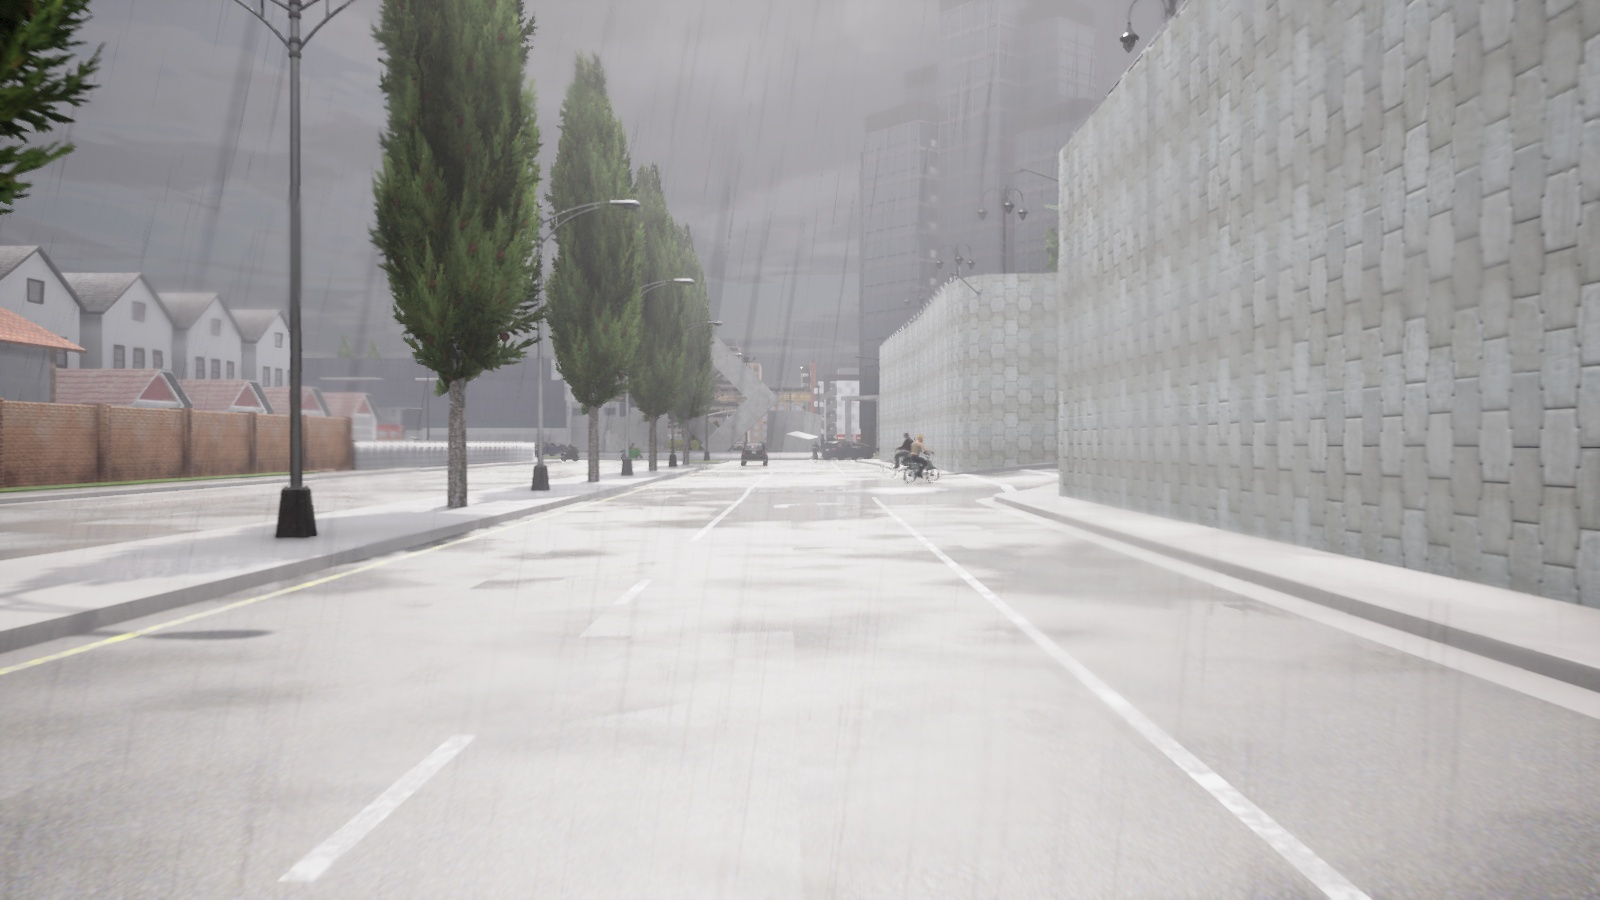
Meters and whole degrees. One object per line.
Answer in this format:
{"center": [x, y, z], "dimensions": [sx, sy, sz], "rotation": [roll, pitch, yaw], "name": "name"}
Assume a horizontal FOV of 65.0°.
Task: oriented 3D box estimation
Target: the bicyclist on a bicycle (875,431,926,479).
{"center": [3.793, 0.212, 47.522], "dimensions": [1.843, 1.776, 0.659], "rotation": [-2, -2, 35], "name": "bicyclist on a bicycle"}

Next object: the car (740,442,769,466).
{"center": [-3.006, 0.253, 83.349], "dimensions": [1.789, 1.549, 3.705], "rotation": [0, 0, 0], "name": "car"}

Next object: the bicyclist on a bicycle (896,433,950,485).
{"center": [4.006, 0.285, 40.782], "dimensions": [1.509, 1.612, 0.866], "rotation": [-1, 3, -34], "name": "bicyclist on a bicycle"}
